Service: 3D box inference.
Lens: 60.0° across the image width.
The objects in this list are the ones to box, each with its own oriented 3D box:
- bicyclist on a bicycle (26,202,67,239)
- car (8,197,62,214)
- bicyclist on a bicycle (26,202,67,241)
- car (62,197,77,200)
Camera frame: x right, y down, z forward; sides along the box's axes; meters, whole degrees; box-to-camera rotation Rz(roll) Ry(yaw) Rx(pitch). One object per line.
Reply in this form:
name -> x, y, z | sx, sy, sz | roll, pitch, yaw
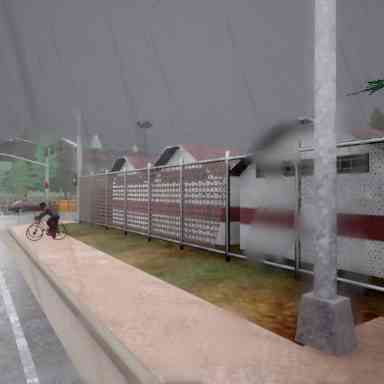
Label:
bicyclist on a bicycle -> -6.794, 1.302, 15.583 | 1.656, 1.620, 0.582 | 0, 0, -39
car -> -16.572, 1.525, 34.850 | 4.674, 1.442, 1.812 | 0, 0, -35
bicyclist on a bicycle -> -6.278, 1.301, 14.363 | 1.656, 1.620, 0.582 | 0, 0, -14
car -> -19.508, 1.505, 50.096 | 4.892, 1.490, 1.837 | 0, 0, -35
